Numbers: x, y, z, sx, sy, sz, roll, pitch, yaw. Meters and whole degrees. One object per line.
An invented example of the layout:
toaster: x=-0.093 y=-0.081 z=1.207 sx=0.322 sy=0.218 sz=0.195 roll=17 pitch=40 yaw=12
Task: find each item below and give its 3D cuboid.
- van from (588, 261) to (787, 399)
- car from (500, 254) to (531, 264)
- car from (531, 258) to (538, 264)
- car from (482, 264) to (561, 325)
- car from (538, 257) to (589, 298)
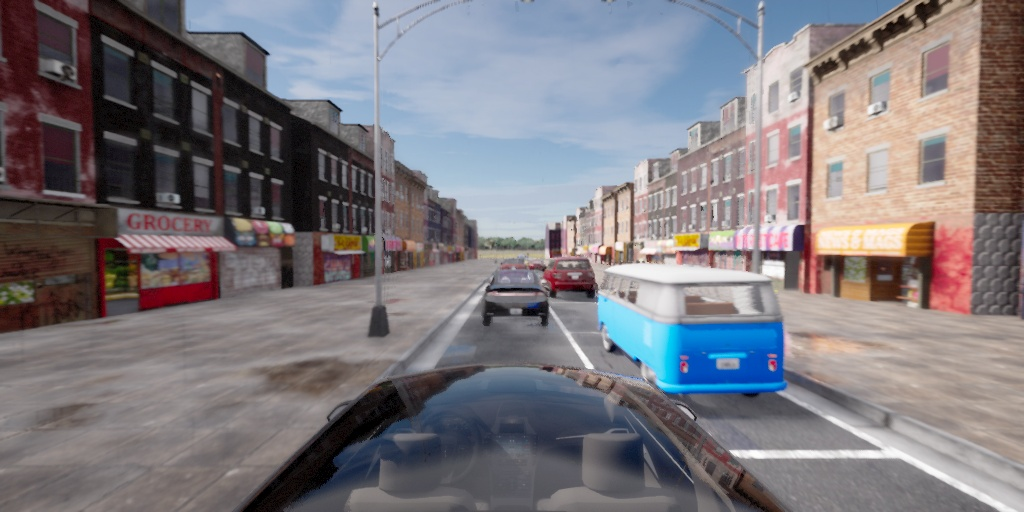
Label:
van: x=2.638 y=1.058 z=6.210 sx=1.690 sy=1.789 sz=3.998 roll=0 pitch=0 yaw=0
car: x=0.115 y=0.903 z=28.210 sx=2.097 sy=1.767 sz=4.553 roll=0 pitch=0 yaw=0
car: x=2.658 y=1.050 z=39.404 sx=1.802 sy=1.307 sz=4.207 roll=0 pitch=0 yaw=0
car: x=0.105 y=1.168 z=11.455 sx=2.128 sy=1.511 sz=4.902 roll=0 pitch=0 yaw=0
car: x=2.645 y=0.949 z=17.275 sx=2.192 sy=1.841 sz=5.009 roll=0 pitch=0 yaw=0
